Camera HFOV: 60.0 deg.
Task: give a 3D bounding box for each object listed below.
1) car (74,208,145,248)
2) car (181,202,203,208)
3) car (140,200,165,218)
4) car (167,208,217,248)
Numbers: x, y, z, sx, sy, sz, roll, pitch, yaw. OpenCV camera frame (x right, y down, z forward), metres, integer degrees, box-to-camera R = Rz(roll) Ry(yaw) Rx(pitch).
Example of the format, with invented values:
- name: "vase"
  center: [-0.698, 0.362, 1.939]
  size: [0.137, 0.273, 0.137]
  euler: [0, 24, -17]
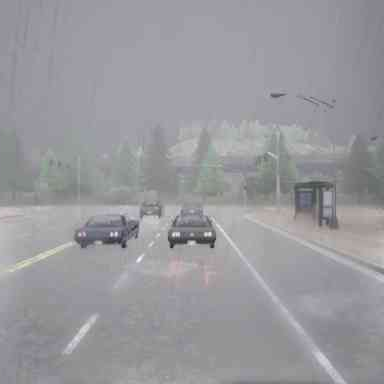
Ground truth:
- name: "car"
  center: [-3.500, 1.614, 14.680]
  size: [1.895, 1.301, 4.718]
  euler: [0, 0, 0]
- name: "car"
  center: [0.000, 1.569, 29.650]
  size: [1.994, 1.385, 4.181]
  euler: [0, 0, 0]
- name: "car"
  center: [-3.500, 1.492, 29.650]
  size: [2.128, 1.511, 4.902]
  euler: [0, 0, 0]
- name: "car"
  center: [0.000, 1.614, 14.680]
  size: [1.895, 1.301, 4.718]
  euler: [0, 0, 0]
